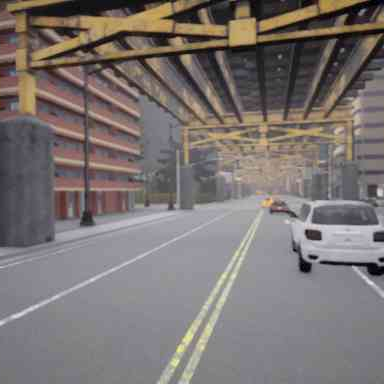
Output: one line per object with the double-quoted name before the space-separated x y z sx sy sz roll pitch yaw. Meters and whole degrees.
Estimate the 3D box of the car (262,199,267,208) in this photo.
"car" 11.153 1.473 45.889 1.882 1.535 5.008 0 0 -5

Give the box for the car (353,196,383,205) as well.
"car" 26.325 1.171 48.676 4.536 1.218 1.853 0 0 38

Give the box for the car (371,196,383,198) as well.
"car" 24.997 1.343 44.741 4.974 1.542 2.038 0 0 -7

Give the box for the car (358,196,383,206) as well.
"car" 25.047 1.185 44.747 4.536 1.218 1.853 0 0 -7

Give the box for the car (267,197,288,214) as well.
"car" 9.207 1.584 35.173 1.994 1.385 4.181 0 0 13

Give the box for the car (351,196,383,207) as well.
"car" 26.285 1.329 48.709 4.974 1.542 2.038 0 0 38

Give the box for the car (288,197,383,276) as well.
"car" 4.473 1.267 10.820 2.150 2.045 5.566 0 0 14
